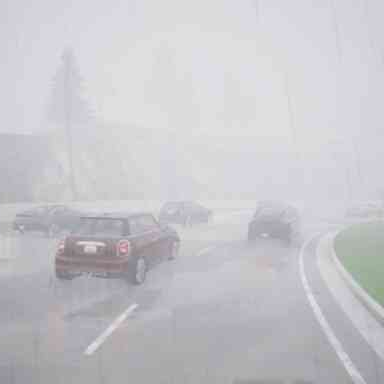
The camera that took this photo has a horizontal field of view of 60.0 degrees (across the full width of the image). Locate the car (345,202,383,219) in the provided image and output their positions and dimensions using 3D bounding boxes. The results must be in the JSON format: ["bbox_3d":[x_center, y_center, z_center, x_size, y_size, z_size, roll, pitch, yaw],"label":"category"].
[{"bbox_3d":[16.091,1.670,31.188,4.674,1.442,1.812,1,0,-39],"label":"car"}]

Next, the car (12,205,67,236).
[{"bbox_3d":[-6.937,1.423,17.458,2.128,1.511,4.902,0,0,20],"label":"car"}]

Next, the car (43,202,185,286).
[{"bbox_3d":[-1.857,1.333,9.673,2.097,1.767,4.553,1,0,13],"label":"car"}]

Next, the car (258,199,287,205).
[{"bbox_3d":[6.790,1.410,26.856,2.097,1.767,4.553,1,0,38],"label":"car"}]

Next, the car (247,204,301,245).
[{"bbox_3d":[4.006,1.539,15.980,1.837,1.490,4.892,0,0,24],"label":"car"}]

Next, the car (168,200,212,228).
[{"bbox_3d":[-0.354,1.344,22.537,2.097,1.767,4.553,1,0,29],"label":"car"}]
